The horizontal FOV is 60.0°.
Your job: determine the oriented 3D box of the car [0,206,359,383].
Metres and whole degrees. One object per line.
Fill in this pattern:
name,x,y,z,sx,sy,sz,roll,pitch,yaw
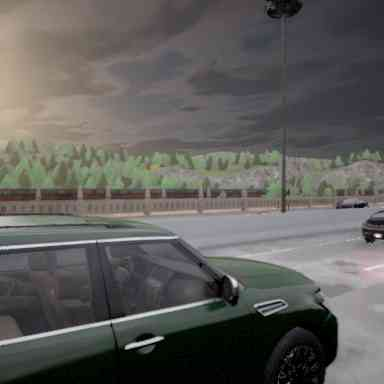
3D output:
car,-1.008,1.222,3.028,5.566,2.045,2.150,0,0,-35

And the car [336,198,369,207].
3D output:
car,19.027,1.483,39.408,5.008,1.535,1.882,0,0,-37

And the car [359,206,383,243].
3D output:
car,9.455,1.507,14.791,4.892,1.490,1.837,0,0,-36
